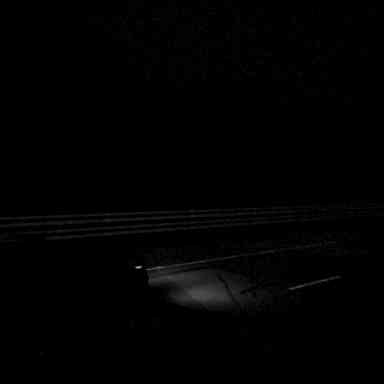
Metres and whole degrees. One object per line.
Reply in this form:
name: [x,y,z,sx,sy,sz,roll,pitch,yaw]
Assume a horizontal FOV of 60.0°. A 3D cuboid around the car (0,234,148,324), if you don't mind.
car: [-3.052,1.486,5.926,4.674,1.442,1.812,0,0,-35]
